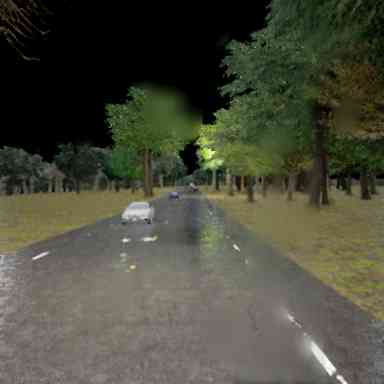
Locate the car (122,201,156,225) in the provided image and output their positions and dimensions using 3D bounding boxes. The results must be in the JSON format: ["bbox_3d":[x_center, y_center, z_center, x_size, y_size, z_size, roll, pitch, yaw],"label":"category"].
[{"bbox_3d":[-3.605,1.395,23.153,1.812,1.442,4.674,0,1,0],"label":"car"}]

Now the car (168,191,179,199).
[{"bbox_3d":[-3.526,0.572,64.729,1.882,1.535,5.008,0,2,0],"label":"car"}]
